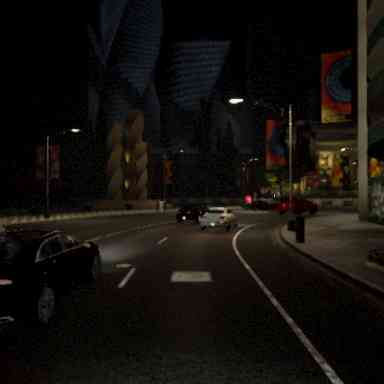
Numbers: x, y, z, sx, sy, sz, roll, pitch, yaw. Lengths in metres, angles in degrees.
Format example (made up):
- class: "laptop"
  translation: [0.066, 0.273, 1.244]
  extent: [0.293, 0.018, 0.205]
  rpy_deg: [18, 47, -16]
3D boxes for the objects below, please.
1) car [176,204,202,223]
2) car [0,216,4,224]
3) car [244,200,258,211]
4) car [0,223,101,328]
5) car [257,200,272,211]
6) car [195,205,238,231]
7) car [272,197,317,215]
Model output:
- class: "car"
  translation: [0.383, 1.753, 27.682]
  extent: [1.837, 1.490, 4.892]
  rpy_deg: [-1, -1, 24]
- class: "car"
  translation: [-7.035, 1.298, 8.415]
  extent: [2.150, 2.045, 5.566]
  rpy_deg: [0, -1, 1]
- class: "car"
  translation: [9.774, 1.981, 49.173]
  extent: [4.674, 1.442, 1.812]
  rpy_deg: [0, -1, -33]
- class: "car"
  translation: [-3.393, 1.556, 7.106]
  extent: [2.128, 1.511, 4.902]
  rpy_deg: [0, -1, 0]
- class: "car"
  translation: [11.689, 1.978, 46.243]
  extent: [4.181, 1.385, 1.994]
  rpy_deg: [0, -1, -33]
- class: "car"
  translation: [1.887, 1.724, 22.114]
  extent: [1.812, 1.442, 4.674]
  rpy_deg: [0, -1, 16]
- class: "car"
  translation: [11.858, 1.556, 37.359]
  extent: [5.566, 2.045, 2.150]
  rpy_deg: [0, -1, -41]
